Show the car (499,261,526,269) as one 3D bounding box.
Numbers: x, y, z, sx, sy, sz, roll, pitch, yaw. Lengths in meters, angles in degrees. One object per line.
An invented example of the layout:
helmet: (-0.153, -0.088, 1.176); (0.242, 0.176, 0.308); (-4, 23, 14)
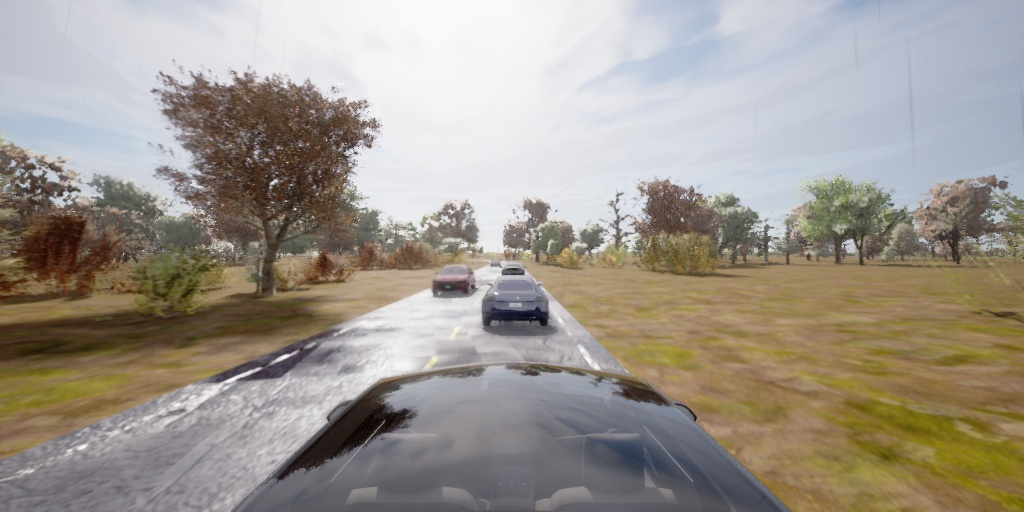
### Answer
car: (0.093, 1.250, 29.439); (1.837, 1.490, 4.892); (0, 0, 0)

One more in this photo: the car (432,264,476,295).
car: (-3.101, 1.226, 19.896); (1.882, 1.535, 5.008); (0, 0, 0)

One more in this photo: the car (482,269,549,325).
car: (0.098, 1.314, 11.853); (1.994, 1.385, 4.181); (0, 0, 0)
